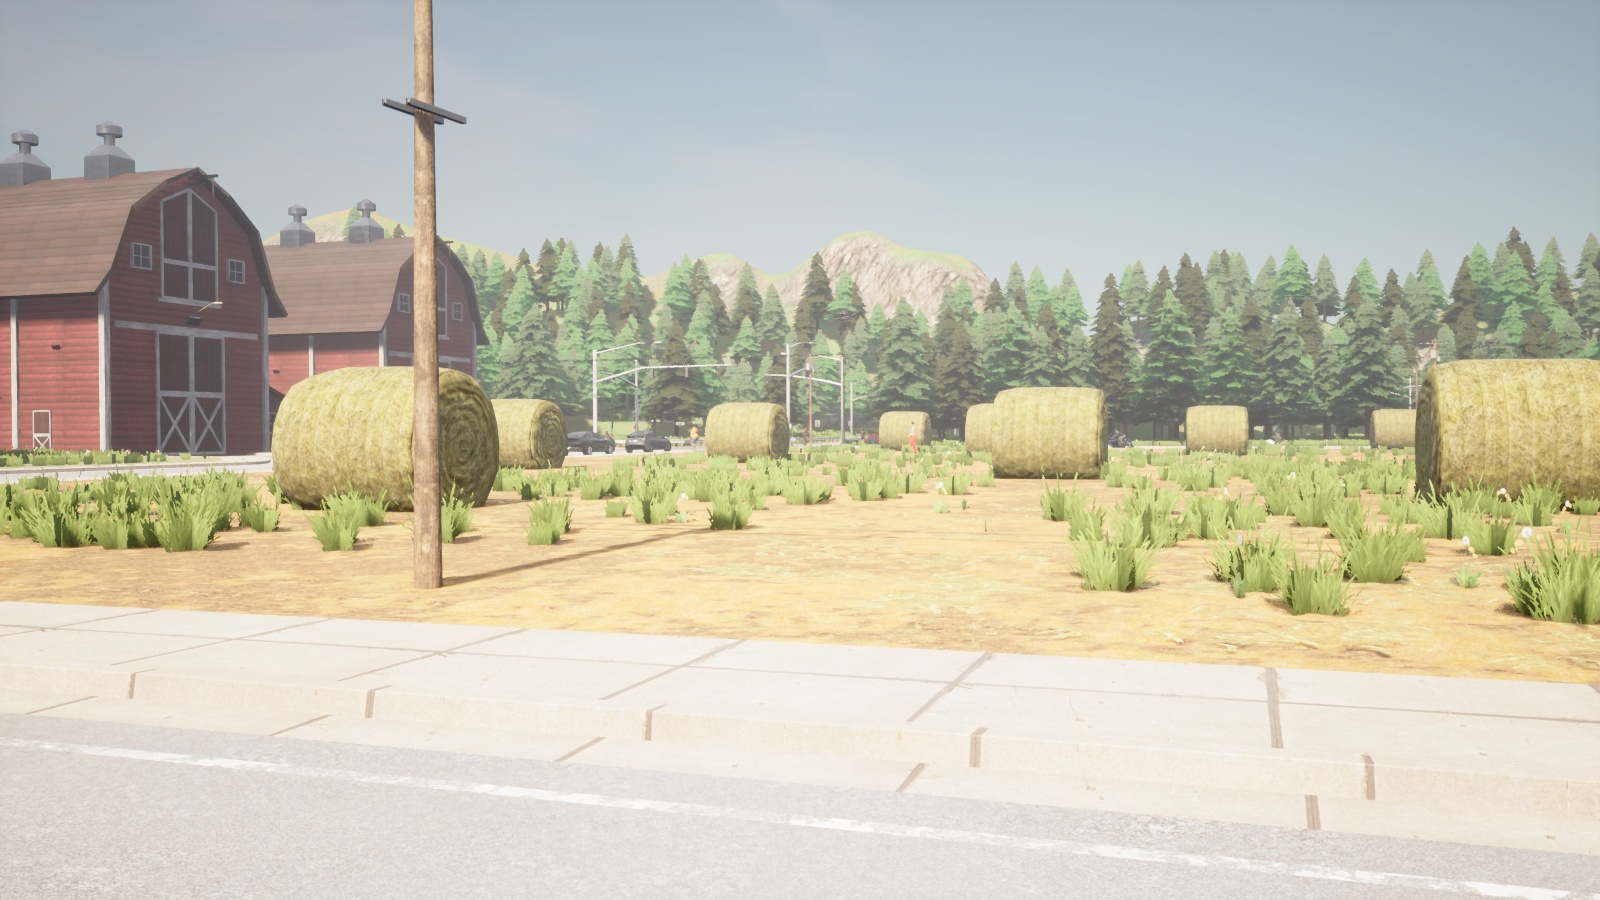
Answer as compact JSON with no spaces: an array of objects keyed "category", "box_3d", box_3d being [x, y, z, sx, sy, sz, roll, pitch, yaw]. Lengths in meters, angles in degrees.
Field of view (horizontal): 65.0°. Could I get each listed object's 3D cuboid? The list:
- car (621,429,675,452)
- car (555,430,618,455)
[{"category":"car","box_3d":[-10.431,-0.680,86.370,2.007,1.525,4.514,1,1,17]},{"category":"car","box_3d":[-13.170,-0.488,77.643,1.837,1.490,4.892,0,1,17]}]
